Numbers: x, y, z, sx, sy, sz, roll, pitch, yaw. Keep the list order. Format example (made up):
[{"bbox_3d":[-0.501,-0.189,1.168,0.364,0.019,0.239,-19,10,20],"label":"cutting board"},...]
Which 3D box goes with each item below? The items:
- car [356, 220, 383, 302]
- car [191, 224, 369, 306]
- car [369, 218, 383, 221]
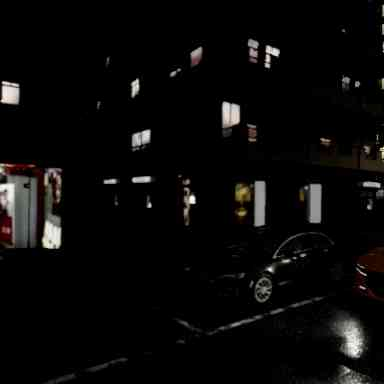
[{"bbox_3d":[5.560,1.464,7.338,5.008,1.535,1.882,0,0,-35],"label":"car"},{"bbox_3d":[2.014,1.542,7.937,4.403,1.369,2.008,0,1,-35],"label":"car"},{"bbox_3d":[6.526,1.564,11.154,4.206,1.307,1.802,0,1,-35],"label":"car"}]
